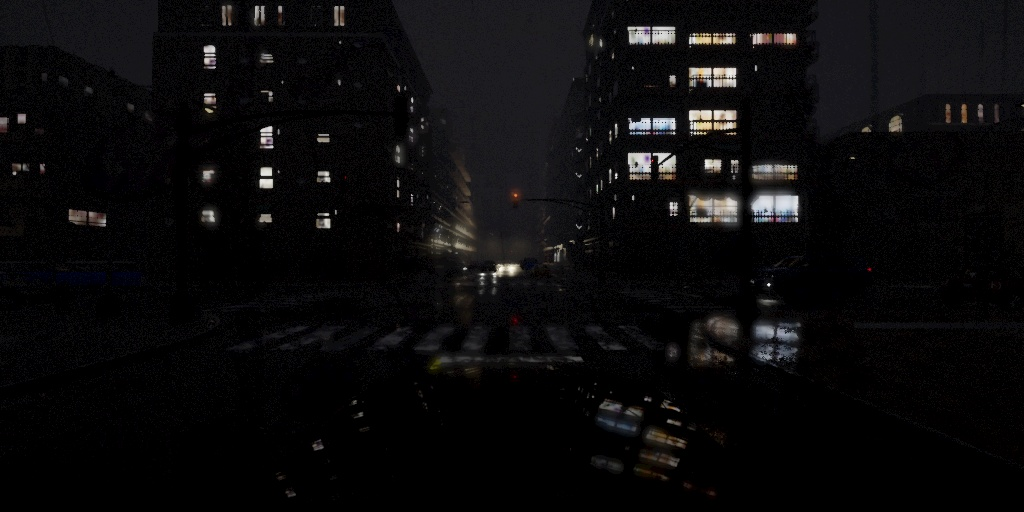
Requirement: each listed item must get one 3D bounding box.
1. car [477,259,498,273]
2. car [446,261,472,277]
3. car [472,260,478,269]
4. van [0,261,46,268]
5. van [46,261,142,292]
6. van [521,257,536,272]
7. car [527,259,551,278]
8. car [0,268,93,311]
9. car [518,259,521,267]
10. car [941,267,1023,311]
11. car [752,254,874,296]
[{"bbox_3d":[-2.858,1.288,44.288,1.837,1.490,4.892,0,0,0],"label":"car"},{"bbox_3d":[-5.531,1.317,35.990,2.007,1.370,4.403,0,0,0],"label":"car"},{"bbox_3d":[-5.445,1.367,52.963,1.802,1.307,4.207,0,0,0],"label":"car"},{"bbox_3d":[-30.452,1.201,21.652,3.998,1.789,1.690,0,0,1],"label":"van"},{"bbox_3d":[-24.858,1.191,21.580,3.998,1.789,1.690,0,0,1],"label":"van"},{"bbox_3d":[2.482,1.119,47.388,1.690,1.789,3.998,0,0,0],"label":"van"},{"bbox_3d":[2.615,1.290,33.555,1.751,1.417,4.829,0,0,0],"label":"car"},{"bbox_3d":[-19.367,1.290,13.628,4.403,1.370,2.007,0,0,1],"label":"car"},{"bbox_3d":[2.435,1.100,53.041,2.192,1.841,5.009,0,0,0],"label":"car"},{"bbox_3d":[18.660,1.103,13.132,4.097,1.591,1.967,0,0,1],"label":"car"},{"bbox_3d":[15.245,0.953,18.597,5.566,2.045,2.150,-1,-1,2],"label":"car"}]
